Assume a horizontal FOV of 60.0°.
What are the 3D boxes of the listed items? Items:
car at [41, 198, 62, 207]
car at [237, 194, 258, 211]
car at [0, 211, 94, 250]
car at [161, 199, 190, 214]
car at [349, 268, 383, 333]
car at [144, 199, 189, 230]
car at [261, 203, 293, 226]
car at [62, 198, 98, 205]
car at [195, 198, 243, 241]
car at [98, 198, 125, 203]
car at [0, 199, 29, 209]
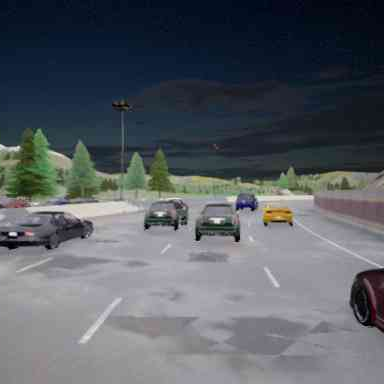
[{"bbox_3d":[-17.907,1.477,44.309,1.812,1.442,4.674,0,0,17],"label":"car"},{"bbox_3d":[6.755,1.247,40.599,2.150,2.045,5.566,0,0,18],"label":"car"},{"bbox_3d":[-6.034,1.531,14.205,2.033,1.411,5.357,0,0,6],"label":"car"},{"bbox_3d":[-1.766,1.525,36.436,1.812,1.442,4.674,0,0,15],"label":"car"},{"bbox_3d":[3.790,1.576,4.351,1.994,1.385,4.181,0,0,2],"label":"car"},{"bbox_3d":[-1.511,1.350,21.192,2.097,1.767,4.553,0,0,9],"label":"car"},{"bbox_3d":[6.073,1.499,23.964,1.882,1.535,5.008,0,0,10],"label":"car"},{"bbox_3d":[-14.329,1.509,44.191,2.033,1.411,5.357,0,0,17],"label":"car"},{"bbox_3d":[1.409,1.359,17.045,2.097,1.767,4.553,0,0,7],"label":"car"},{"bbox_3d":[-10.351,1.538,45.028,1.994,1.385,4.181,0,0,18],"label":"car"},{"bbox_3d":[-22.353,1.501,41.336,1.994,1.385,4.181,0,0,15],"label":"car"}]
